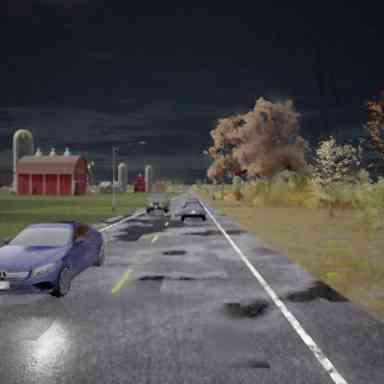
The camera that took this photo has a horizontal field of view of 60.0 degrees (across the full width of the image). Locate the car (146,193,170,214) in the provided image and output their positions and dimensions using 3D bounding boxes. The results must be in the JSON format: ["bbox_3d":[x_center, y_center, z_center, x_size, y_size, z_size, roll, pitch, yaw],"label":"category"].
[{"bbox_3d":[-3.504,1.150,35.339,2.150,2.045,5.566,0,0,0],"label":"car"}]

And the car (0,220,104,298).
[{"bbox_3d":[-3.598,1.507,8.623,1.812,1.442,4.674,0,0,0],"label":"car"}]

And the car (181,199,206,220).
[{"bbox_3d":[0.107,1.505,27.453,1.994,1.385,4.181,0,0,0],"label":"car"}]

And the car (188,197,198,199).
[{"bbox_3d":[0.112,1.386,47.466,2.128,1.511,4.902,0,0,0],"label":"car"}]
